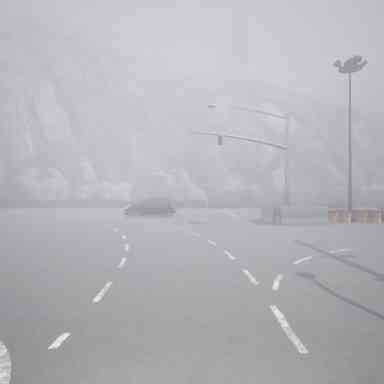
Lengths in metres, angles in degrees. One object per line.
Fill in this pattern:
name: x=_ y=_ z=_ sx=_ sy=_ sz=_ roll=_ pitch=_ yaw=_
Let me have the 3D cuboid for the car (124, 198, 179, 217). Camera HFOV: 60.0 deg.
car: x=-3.696 y=1.287 z=29.556 sx=4.553 sy=1.767 sz=2.097 roll=0 pitch=0 yaw=-3

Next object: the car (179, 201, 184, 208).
car: x=-3.326 y=1.437 z=40.077 sx=4.674 sy=1.442 sz=1.812 roll=0 pitch=0 yaw=-3

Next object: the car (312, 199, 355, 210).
car: x=17.391 y=1.516 z=41.170 sx=4.718 sy=1.301 sz=1.895 roll=0 pitch=0 yaw=-3

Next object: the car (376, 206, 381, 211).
car: x=19.756 y=1.539 z=30.781 sx=4.718 sy=1.301 sz=1.895 roll=0 pitch=0 yaw=-3
